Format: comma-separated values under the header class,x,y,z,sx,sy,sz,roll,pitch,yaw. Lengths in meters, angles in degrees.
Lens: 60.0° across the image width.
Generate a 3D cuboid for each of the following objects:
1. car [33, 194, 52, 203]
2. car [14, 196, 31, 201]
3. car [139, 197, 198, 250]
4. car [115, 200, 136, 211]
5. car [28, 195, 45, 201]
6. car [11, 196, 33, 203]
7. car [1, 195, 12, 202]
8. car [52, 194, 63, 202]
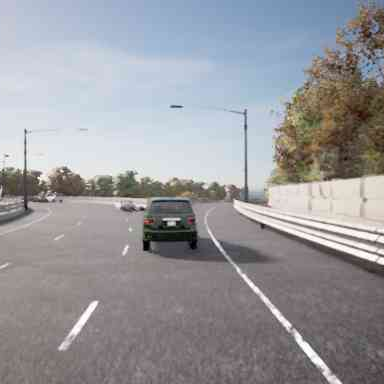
class,x,y,z,sx,sy,sz,roll,pitch,yaw
car,-34.921,1.724,76.336,4.902,1.511,2.128,0,0,44
car,-42.522,1.670,83.439,4.718,1.301,1.895,0,0,38
car,-1.116,1.232,14.681,2.150,2.045,5.566,0,0,-8
car,-8.630,1.659,42.540,1.895,1.301,4.718,0,0,-22
car,-40.213,1.588,86.071,4.902,1.511,2.128,0,0,38
car,-38.185,1.735,74.640,4.674,1.442,1.812,0,0,44
car,-44.784,1.586,80.769,4.892,1.490,1.837,0,0,38
car,-32.600,1.409,78.952,5.566,2.045,2.150,0,0,44
